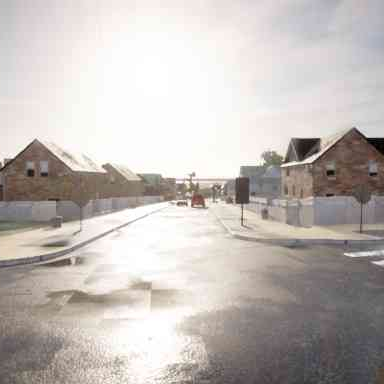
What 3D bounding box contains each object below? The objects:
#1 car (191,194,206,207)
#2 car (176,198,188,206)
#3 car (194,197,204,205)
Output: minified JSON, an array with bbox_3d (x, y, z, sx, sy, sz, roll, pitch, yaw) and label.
[{"bbox_3d":[0.972,1.362,53.662,2.150,2.045,5.566,0,0,2],"label":"car"},{"bbox_3d":[-1.626,1.709,57.910,2.033,1.411,5.357,0,0,2],"label":"car"},{"bbox_3d":[1.374,1.768,64.049,1.994,1.385,4.181,0,0,3],"label":"car"}]
